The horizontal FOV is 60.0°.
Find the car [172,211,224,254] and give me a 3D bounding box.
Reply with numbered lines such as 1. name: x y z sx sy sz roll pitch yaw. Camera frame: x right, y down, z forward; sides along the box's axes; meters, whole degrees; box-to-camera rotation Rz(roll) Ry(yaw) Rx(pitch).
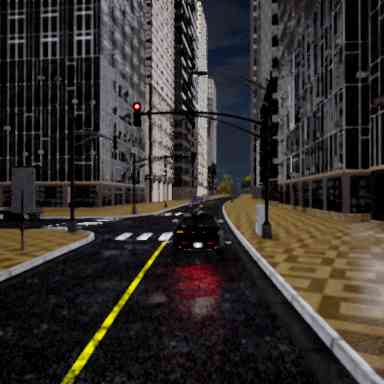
1. car: 0.235 1.536 13.576 1.837 1.490 4.892 0 0 1

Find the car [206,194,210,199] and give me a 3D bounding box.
1. car: 3.083 1.053 76.112 2.097 1.767 4.553 0 0 9

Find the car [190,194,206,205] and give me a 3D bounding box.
1. car: 0.843 1.436 60.483 2.097 1.767 4.553 0 0 8

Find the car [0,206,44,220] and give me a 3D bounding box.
1. car: -16.270 1.930 31.581 4.403 1.369 2.008 -1 0 10
